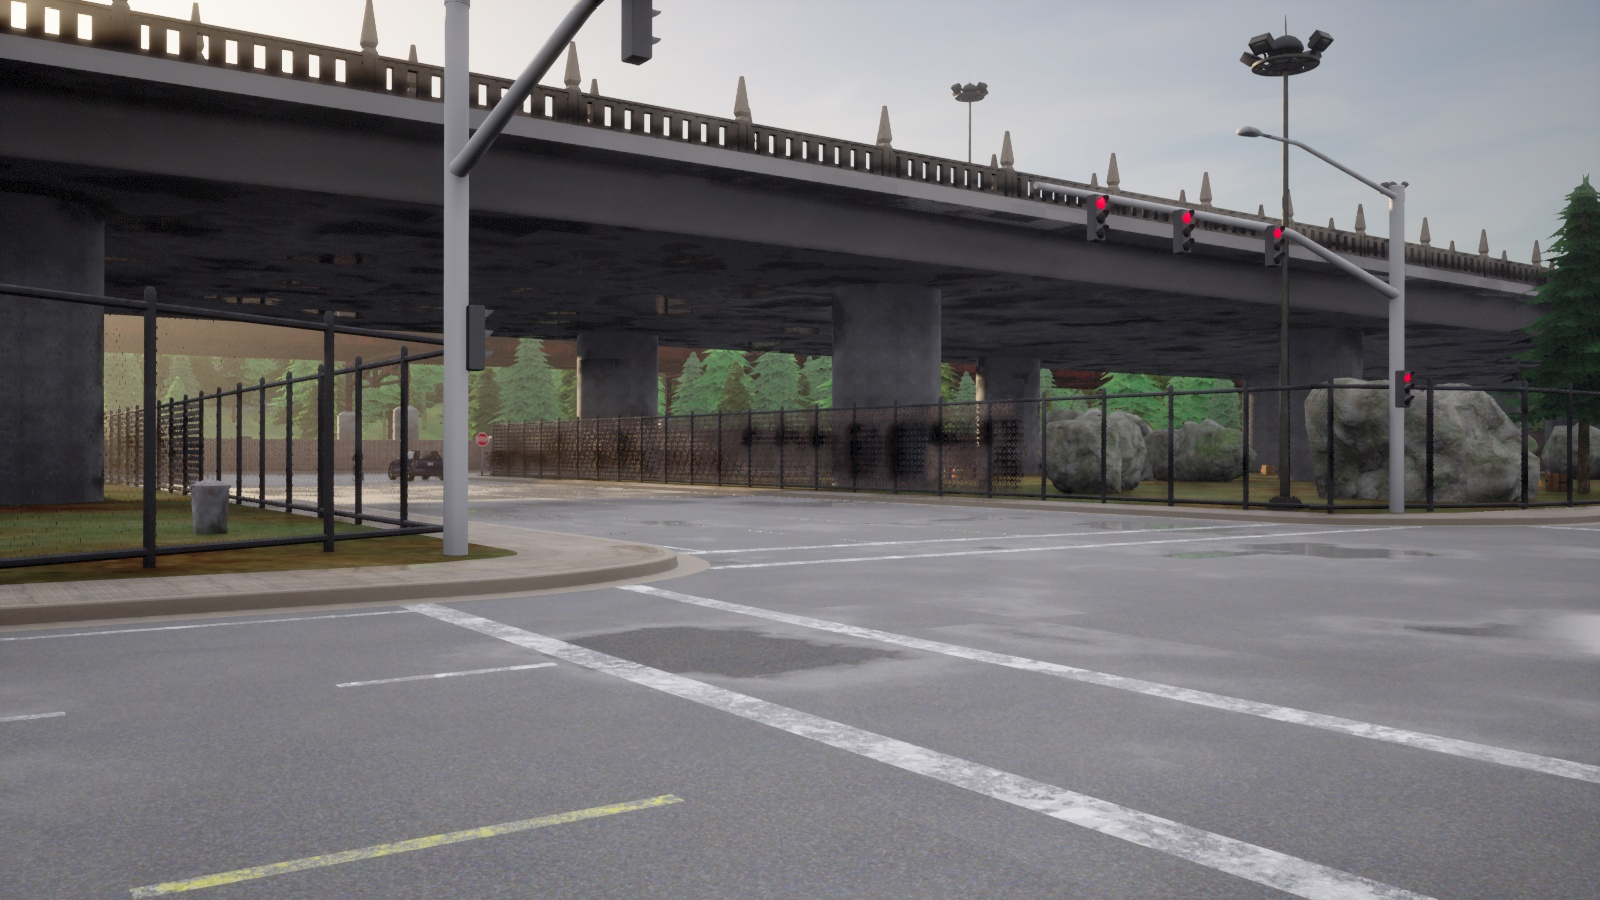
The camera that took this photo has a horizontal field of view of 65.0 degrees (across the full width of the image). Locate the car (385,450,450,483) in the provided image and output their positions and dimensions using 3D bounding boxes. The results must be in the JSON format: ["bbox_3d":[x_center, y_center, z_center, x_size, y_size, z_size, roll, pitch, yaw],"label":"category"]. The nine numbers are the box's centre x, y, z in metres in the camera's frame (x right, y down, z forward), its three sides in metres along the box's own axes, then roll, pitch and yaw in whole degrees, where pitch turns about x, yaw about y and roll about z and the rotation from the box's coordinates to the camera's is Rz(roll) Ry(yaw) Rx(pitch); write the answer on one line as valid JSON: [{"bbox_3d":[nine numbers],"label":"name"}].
[{"bbox_3d":[-21.011,0.872,68.921,2.097,1.767,4.553,0,0,-35],"label":"car"}]
